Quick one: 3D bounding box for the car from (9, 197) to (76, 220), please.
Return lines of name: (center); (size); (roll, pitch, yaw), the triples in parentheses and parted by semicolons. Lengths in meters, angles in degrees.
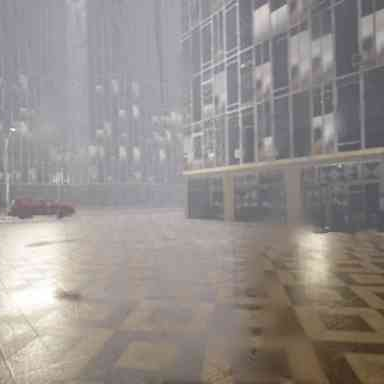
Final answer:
car: (-12.408, 1.356, 27.701); (5.009, 1.841, 2.192); (0, -1, -37)
